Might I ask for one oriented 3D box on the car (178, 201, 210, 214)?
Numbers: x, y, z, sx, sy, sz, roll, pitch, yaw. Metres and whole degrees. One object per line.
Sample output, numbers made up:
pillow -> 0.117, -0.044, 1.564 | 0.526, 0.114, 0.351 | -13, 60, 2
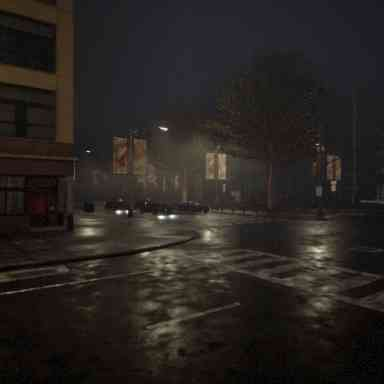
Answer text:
car -> -0.182, 1.601, 35.001 | 1.895, 1.301, 4.718 | 0, 0, -36

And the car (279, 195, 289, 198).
car -> 18.430, 1.320, 69.180 | 2.002, 1.452, 4.674 | 0, 0, -36

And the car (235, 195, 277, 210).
car -> 8.321, 1.352, 43.220 | 2.097, 1.767, 4.553 | 0, 0, -36

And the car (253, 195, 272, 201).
car -> 17.621, 1.463, 83.113 | 1.895, 1.301, 4.718 | 0, 0, -36

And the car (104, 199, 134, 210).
car -> -9.500, 1.564, 42.028 | 1.994, 1.385, 4.181 | 0, 0, -35

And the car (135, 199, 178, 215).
car -> -3.676, 1.564, 33.872 | 1.994, 1.385, 4.181 | 0, 0, -36

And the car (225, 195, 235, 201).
car -> 7.962, 1.413, 76.676 | 2.161, 1.482, 4.786 | 0, 0, -36
